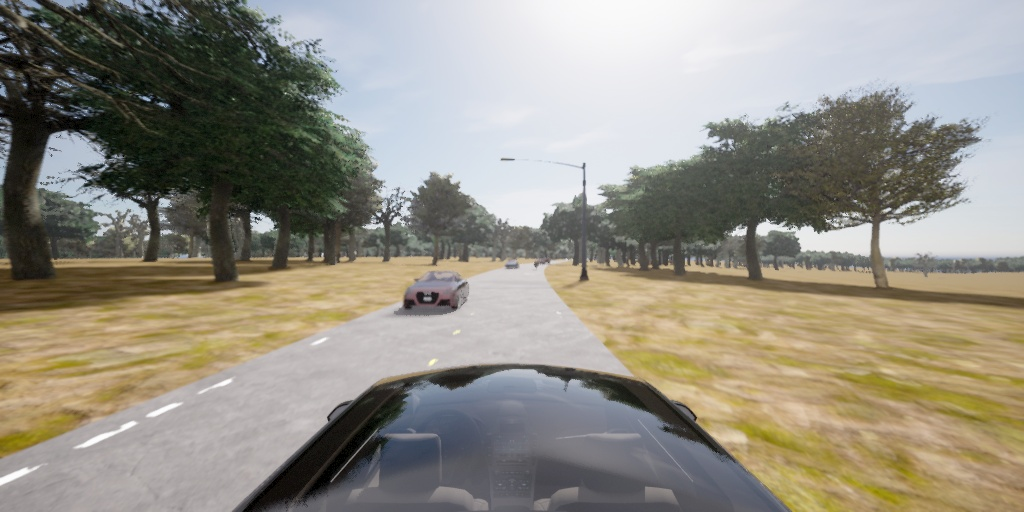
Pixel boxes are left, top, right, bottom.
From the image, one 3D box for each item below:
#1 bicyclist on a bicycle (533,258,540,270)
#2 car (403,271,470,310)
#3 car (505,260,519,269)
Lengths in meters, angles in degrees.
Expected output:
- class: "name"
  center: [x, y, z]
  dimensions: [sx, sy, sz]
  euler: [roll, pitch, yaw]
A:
- class: "bicyclist on a bicycle"
  center: [3.379, 1.165, 51.150]
  dimensions: [0.866, 1.612, 1.509]
  euler: [0, -1, 5]
- class: "car"
  center: [-2.883, 1.290, 14.416]
  dimensions: [1.994, 1.385, 4.181]
  euler: [0, 0, 2]
- class: "car"
  center: [0.045, 1.272, 56.284]
  dimensions: [2.033, 1.411, 5.357]
  euler: [0, 0, 7]
